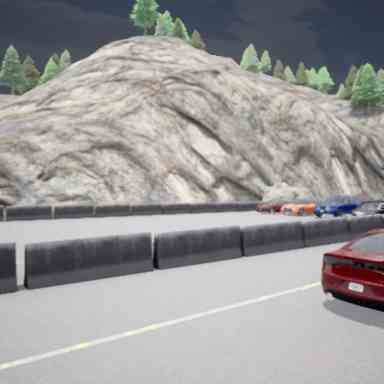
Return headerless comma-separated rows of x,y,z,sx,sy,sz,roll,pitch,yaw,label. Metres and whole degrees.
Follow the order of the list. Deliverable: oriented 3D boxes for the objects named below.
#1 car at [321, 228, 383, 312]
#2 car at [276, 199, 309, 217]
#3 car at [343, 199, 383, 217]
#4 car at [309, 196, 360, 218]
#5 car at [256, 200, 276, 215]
4.868,1.513,7.220,5.008,1.535,1.882,0,0,-35,car
10.983,1.477,33.316,4.553,1.767,2.097,0,0,-35,car
15.189,1.617,27.719,4.902,1.511,2.128,0,0,-35,car
13.729,1.351,30.977,5.566,2.045,2.150,0,0,-35,car
9.193,1.604,36.338,5.008,1.535,1.882,0,0,-35,car
